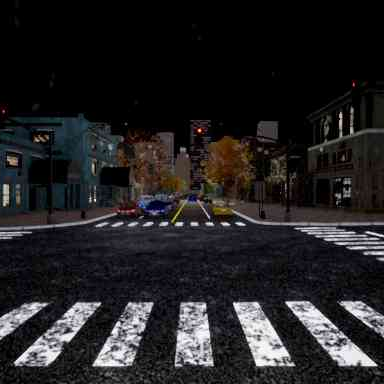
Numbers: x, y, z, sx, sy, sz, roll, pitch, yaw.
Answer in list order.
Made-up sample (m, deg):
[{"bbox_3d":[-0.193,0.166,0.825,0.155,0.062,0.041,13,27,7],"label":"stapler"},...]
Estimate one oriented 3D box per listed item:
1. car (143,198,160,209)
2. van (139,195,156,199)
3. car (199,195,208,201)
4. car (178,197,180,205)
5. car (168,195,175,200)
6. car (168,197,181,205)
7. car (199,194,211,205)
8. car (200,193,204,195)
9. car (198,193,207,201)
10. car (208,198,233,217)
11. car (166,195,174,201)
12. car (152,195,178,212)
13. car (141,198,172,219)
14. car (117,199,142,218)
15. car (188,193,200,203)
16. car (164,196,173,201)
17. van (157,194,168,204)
[{"bbox_3d":[-5.665,1.535,46.988,1.887,1.381,4.507,0,0,0],"label":"car"},{"bbox_3d":[-5.669,1.333,41.441,1.690,1.788,3.998,0,0,0],"label":"van"},{"bbox_3d":[2.736,1.527,80.260,1.887,1.381,4.507,-1,0,0],"label":"car"},{"bbox_3d":[-3.064,1.555,47.925,1.994,1.385,4.181,0,0,0],"label":"car"},{"bbox_3d":[-5.639,1.561,91.358,1.802,1.307,4.206,0,0,0],"label":"car"},{"bbox_3d":[-3.029,1.589,58.035,1.895,1.301,4.718,0,0,0],"label":"car"},{"bbox_3d":[2.723,1.539,58.075,2.008,1.369,4.403,-1,0,0],"label":"car"},{"bbox_3d":[2.732,1.550,74.714,1.947,1.339,4.313,-1,0,0],"label":"car"},{"bbox_3d":[2.737,1.296,85.807,2.192,1.841,5.009,-1,0,0],"label":"car"},{"bbox_3d":[2.706,1.520,30.513,1.752,1.417,4.829,-1,0,0],"label":"car"},{"bbox_3d":[-5.642,1.526,85.812,1.887,1.381,4.507,0,0,0],"label":"car"},{"bbox_3d":[-3.076,1.484,38.801,2.128,1.511,4.902,0,0,0],"label":"car"},{"bbox_3d":[-3.099,1.520,29.602,1.812,1.442,4.674,0,0,0],"label":"car"},{"bbox_3d":[-5.674,1.576,30.348,1.802,1.307,4.206,0,0,0],"label":"car"},{"bbox_3d":[0.109,1.463,70.776,1.882,1.535,5.008,0,0,0],"label":"car"},{"bbox_3d":[-5.645,1.548,80.265,1.947,1.339,4.313,0,0,0],"label":"car"},{"bbox_3d":[-5.656,1.328,63.626,1.690,1.788,3.998,0,0,0],"label":"van"}]
